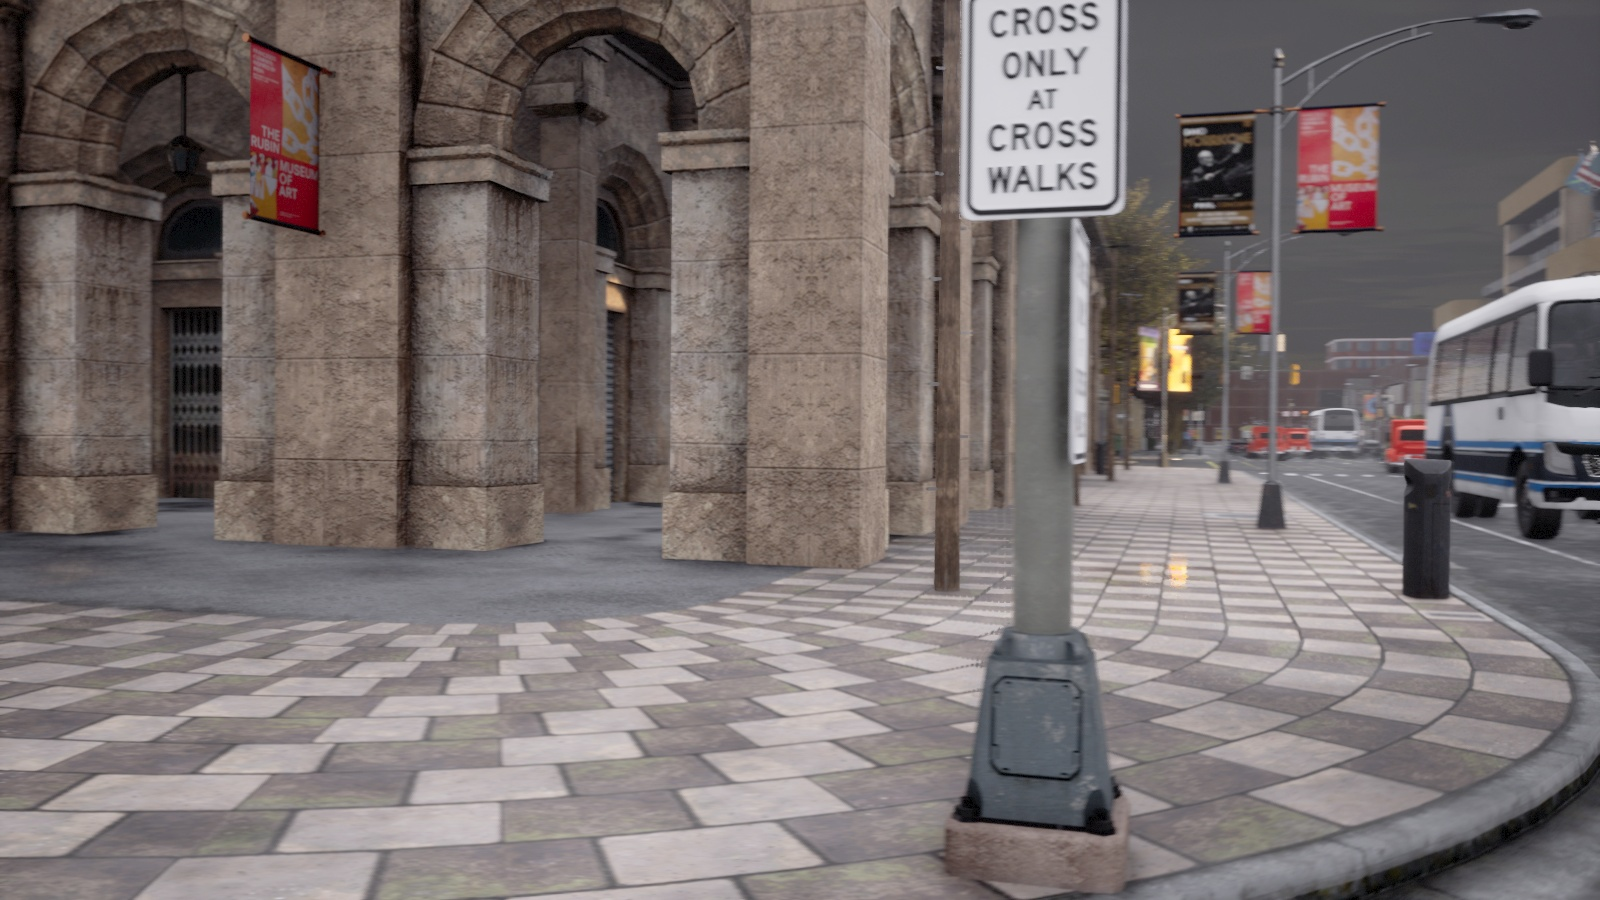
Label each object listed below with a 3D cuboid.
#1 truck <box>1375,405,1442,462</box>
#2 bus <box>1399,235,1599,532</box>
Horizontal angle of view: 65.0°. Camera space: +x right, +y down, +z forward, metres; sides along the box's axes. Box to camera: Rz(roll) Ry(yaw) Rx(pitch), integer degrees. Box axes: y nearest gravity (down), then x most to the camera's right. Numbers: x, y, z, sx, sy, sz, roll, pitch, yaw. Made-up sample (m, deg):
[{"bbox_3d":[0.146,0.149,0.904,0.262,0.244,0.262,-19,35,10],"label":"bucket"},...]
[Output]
[{"bbox_3d":[27.999,-0.769,57.869,2.627,2.467,5.204,-1,1,25],"label":"truck"},{"bbox_3d":[13.822,-1.033,22.585,3.944,4.253,10.273,0,1,17],"label":"bus"}]
